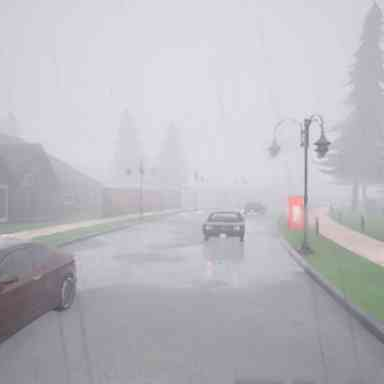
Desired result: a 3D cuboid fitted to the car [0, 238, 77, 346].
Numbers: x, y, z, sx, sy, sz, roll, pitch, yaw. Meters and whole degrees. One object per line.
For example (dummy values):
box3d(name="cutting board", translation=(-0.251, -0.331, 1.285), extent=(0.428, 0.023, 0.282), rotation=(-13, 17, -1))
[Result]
box3d(name="car", translation=(-3.318, 1.513, 5.035), extent=(1.812, 1.442, 4.674), rotation=(0, 0, 4))

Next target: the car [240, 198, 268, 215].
box3d(name="car", translation=(6.546, 1.521, 33.796), extent=(1.837, 1.490, 4.892), rotation=(0, 0, 20))

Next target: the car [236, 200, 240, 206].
box3d(name="car", translation=(7.424, 1.509, 44.832), extent=(2.128, 1.511, 4.902), rotation=(0, 0, 28))

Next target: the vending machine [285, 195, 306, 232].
box3d(name="vending machine", translation=(5.997, 1.213, 19.306), extent=(1.100, 2.100, 0.880), rotation=(0, 0, 12))

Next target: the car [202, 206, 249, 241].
box3d(name="car", translation=(1.739, 1.604, 16.686), extent=(1.895, 1.301, 4.718), rotation=(0, 0, 10))
